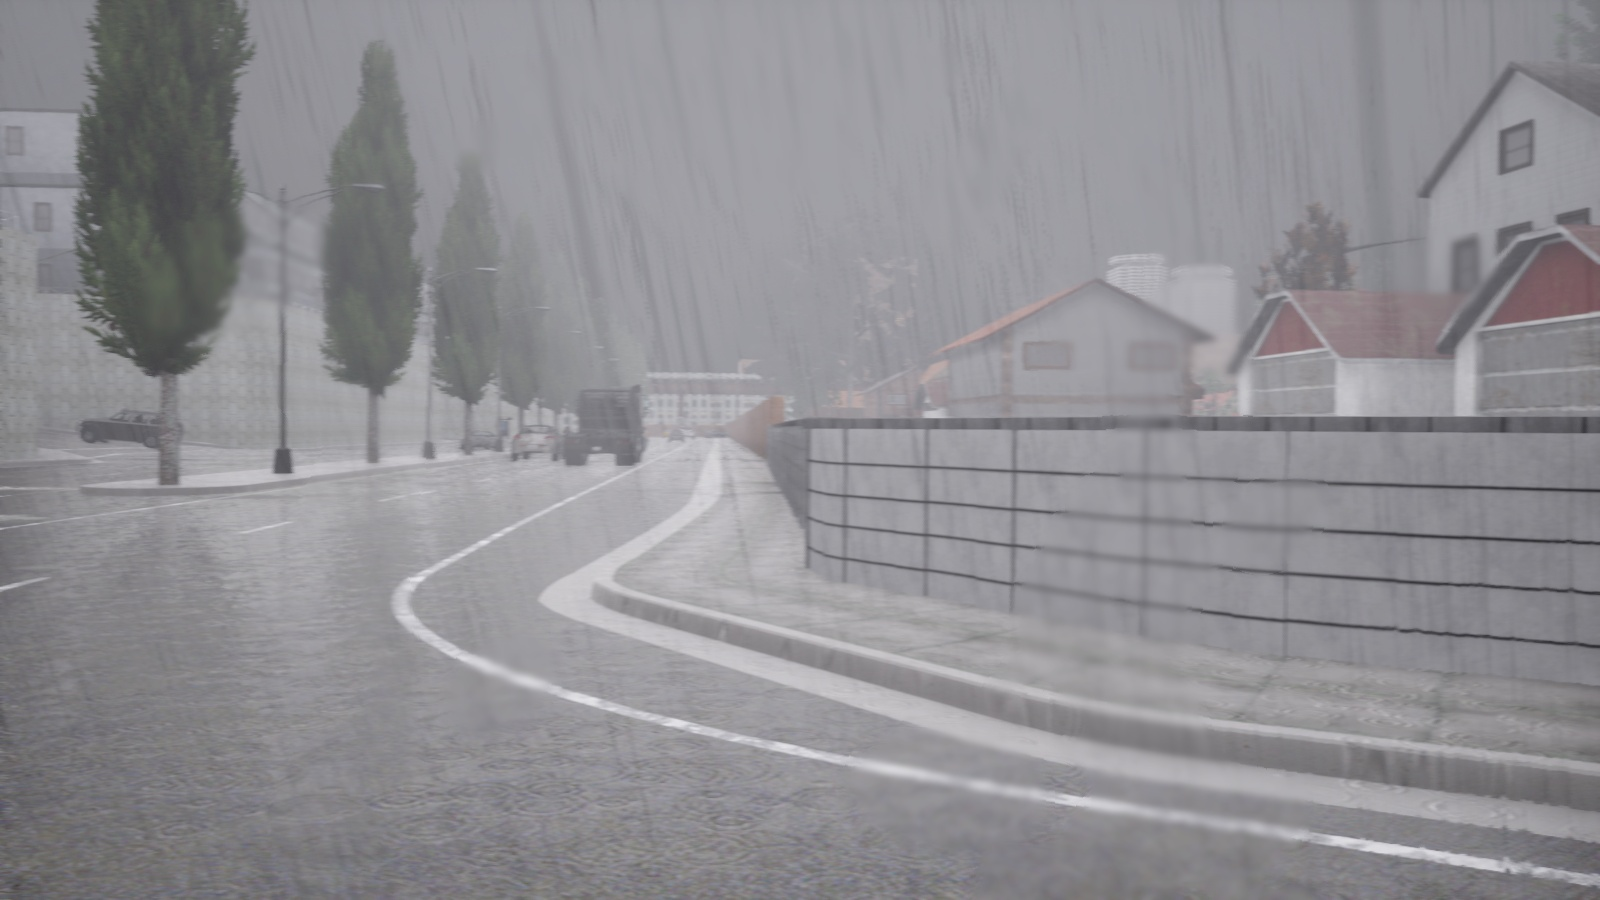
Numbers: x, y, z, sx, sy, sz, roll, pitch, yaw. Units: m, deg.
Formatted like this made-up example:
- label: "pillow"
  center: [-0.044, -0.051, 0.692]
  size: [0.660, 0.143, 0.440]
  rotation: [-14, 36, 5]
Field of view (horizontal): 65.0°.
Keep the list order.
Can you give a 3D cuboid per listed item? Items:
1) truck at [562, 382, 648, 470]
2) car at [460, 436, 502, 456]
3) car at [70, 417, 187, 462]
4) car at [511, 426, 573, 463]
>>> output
- label: "truck"
  center: [-8.203, -0.998, 53.772]
  size: [2.891, 3.462, 7.936]
  rotation: [-1, 1, -4]
- label: "car"
  center: [-21.729, -0.270, 85.672]
  size: [1.895, 1.301, 4.718]
  rotation: [-1, 1, -4]
- label: "car"
  center: [-33.266, -0.514, 62.334]
  size: [4.605, 1.855, 1.932]
  rotation: [4, 1, -8]
- label: "car"
  center: [-12.022, -0.277, 58.849]
  size: [2.152, 1.651, 5.027]
  rotation: [-1, 1, -4]
